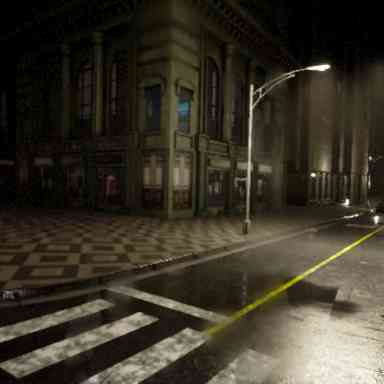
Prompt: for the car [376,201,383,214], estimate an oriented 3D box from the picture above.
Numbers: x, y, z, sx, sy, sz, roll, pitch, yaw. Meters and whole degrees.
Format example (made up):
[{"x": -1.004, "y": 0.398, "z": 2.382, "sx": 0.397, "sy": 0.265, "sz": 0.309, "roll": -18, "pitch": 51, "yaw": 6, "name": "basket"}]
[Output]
[{"x": 23.065, "y": 1.842, "z": 39.305, "sx": 1.882, "sy": 1.535, "sz": 5.008, "roll": 3, "pitch": 1, "yaw": 36, "name": "car"}]
